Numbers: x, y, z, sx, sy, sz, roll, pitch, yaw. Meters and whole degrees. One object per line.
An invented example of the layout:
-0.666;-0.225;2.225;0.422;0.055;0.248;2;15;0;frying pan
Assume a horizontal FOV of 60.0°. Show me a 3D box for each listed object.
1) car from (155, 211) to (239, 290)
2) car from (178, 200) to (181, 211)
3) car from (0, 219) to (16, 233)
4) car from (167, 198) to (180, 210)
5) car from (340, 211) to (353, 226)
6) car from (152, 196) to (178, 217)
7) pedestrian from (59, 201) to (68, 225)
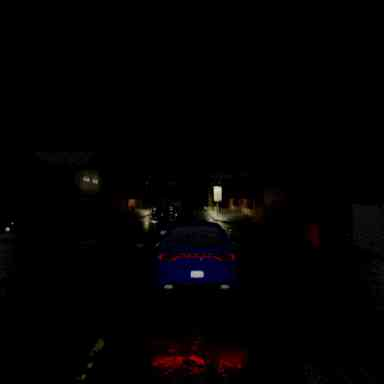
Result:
0.106;1.532;9.256;1.882;1.535;5.008;0;0;0;car
-2.811;1.587;43.556;2.150;2.045;5.566;0;-1;0;car
-13.183;1.774;19.076;5.357;1.411;2.033;-1;-2;1;car
-2.948;1.860;53.730;2.097;1.767;4.553;0;-1;-2;car
12.283;1.488;21.686;5.008;1.535;1.882;-1;-2;1;car
-2.809;1.605;33.746;2.097;1.767;4.553;0;-1;0;car
-9.641;1.554;24.915;0.375;1.860;0.375;0;-2;1;pedestrian
